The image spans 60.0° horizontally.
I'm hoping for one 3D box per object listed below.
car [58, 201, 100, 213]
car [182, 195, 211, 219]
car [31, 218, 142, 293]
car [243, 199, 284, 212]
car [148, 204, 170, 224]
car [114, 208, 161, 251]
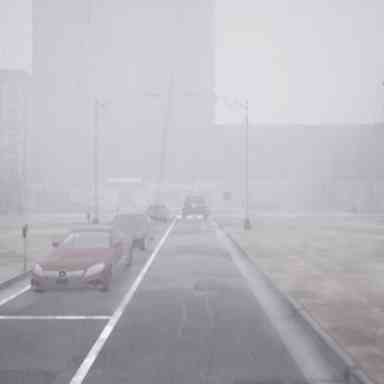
[{"bbox_3d":[-12.133,1.642,35.811,4.181,1.385,1.994,0,0,0],"label":"car"},{"bbox_3d":[0.422,1.265,30.091,2.150,2.045,5.566,0,0,6],"label":"car"},{"bbox_3d":[-2.638,1.595,8.851,1.802,1.307,4.206,0,0,0],"label":"car"},{"bbox_3d":[8.299,1.554,38.754,4.674,1.442,1.812,0,0,0],"label":"car"},{"bbox_3d":[-2.636,1.602,25.207,1.947,1.339,4.313,0,0,0],"label":"car"},{"bbox_3d":[-2.638,1.587,14.303,1.947,1.339,4.313,0,0,0],"label":"car"}]
